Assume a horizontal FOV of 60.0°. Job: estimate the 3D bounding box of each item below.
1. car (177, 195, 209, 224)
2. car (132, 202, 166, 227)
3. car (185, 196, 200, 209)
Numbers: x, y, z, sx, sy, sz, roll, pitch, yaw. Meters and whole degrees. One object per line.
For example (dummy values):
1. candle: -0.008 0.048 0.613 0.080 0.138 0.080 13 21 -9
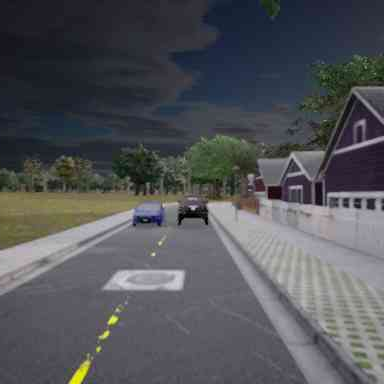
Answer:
1. car: 0.083 1.193 24.853 2.150 2.045 5.566 0 0 0
2. car: -2.848 1.451 22.868 1.882 1.535 5.008 0 0 0
3. car: 0.136 1.396 45.172 1.882 1.535 5.008 0 0 2
